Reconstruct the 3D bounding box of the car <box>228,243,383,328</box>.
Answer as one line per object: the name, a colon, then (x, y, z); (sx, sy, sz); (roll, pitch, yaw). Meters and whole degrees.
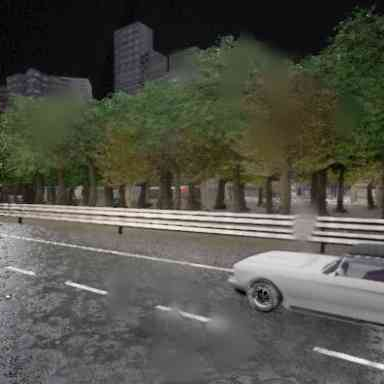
car: (3.062, 1.603, 5.984); (4.718, 1.301, 1.895); (0, 0, 36)
